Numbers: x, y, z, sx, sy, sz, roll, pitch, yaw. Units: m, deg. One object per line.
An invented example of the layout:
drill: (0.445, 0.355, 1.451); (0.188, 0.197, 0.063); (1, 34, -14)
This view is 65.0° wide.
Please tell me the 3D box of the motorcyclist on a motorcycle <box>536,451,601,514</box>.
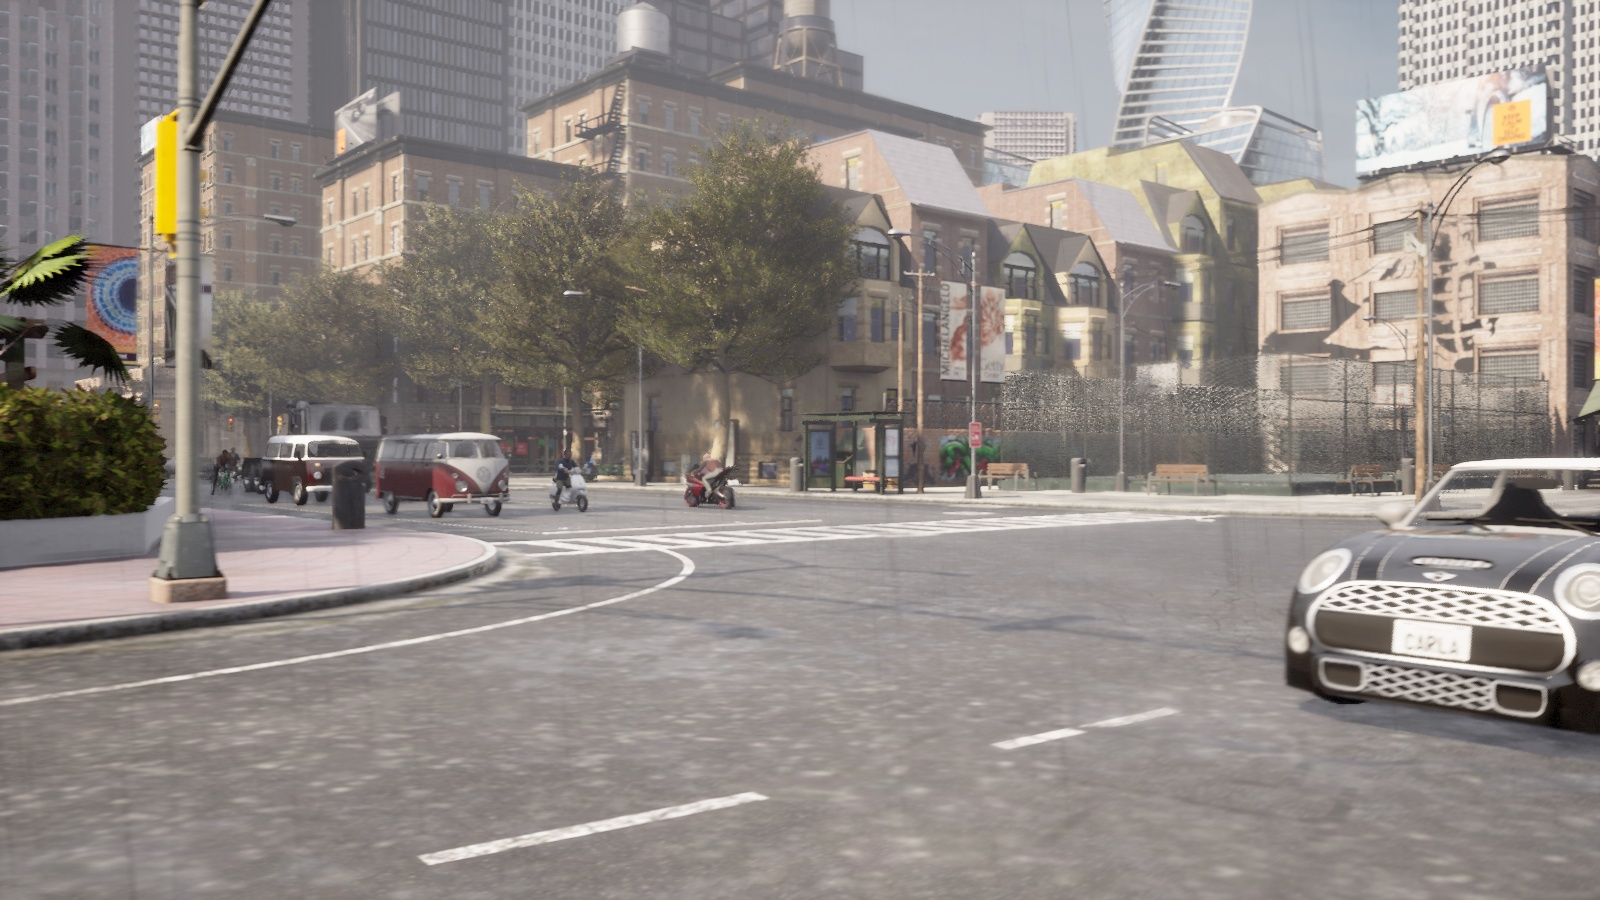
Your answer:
motorcyclist on a motorcycle: (-6.056, 0.822, 32.824); (0.866, 1.590, 1.817); (0, 0, -41)

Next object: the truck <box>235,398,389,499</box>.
truck: (-18.481, -0.032, 47.236); (2.891, 3.462, 7.936); (0, 0, -41)

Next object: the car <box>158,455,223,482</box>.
car: (-34.620, 1.028, 71.293); (2.128, 1.511, 4.902); (0, 0, -41)

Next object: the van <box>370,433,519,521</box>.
van: (-8.723, 0.621, 30.571); (1.775, 1.987, 4.442); (0, 0, -41)

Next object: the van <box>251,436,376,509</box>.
van: (-14.473, 0.629, 37.237); (2.069, 2.038, 4.480); (0, 0, -41)

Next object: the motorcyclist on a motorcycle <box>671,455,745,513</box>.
motorcyclist on a motorcycle: (-2.516, 0.898, 34.076); (0.866, 1.530, 2.191); (0, 0, -40)

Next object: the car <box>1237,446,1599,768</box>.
car: (4.576, 0.723, 7.619); (3.806, 1.475, 1.970); (0, 0, -40)

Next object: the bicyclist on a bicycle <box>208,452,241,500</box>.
bicyclist on a bicycle: (-20.016, 0.895, 43.656); (0.582, 1.620, 1.656); (0, 0, -41)

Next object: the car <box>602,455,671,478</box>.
car: (-10.769, 1.059, 82.917); (4.193, 1.474, 1.816); (0, 0, -41)
